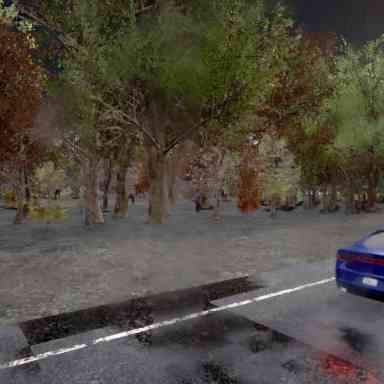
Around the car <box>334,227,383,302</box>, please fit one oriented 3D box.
[{"bbox_3d":[5.250,1.480,7.476,5.008,1.535,1.882,0,0,-35],"label":"car"}]
